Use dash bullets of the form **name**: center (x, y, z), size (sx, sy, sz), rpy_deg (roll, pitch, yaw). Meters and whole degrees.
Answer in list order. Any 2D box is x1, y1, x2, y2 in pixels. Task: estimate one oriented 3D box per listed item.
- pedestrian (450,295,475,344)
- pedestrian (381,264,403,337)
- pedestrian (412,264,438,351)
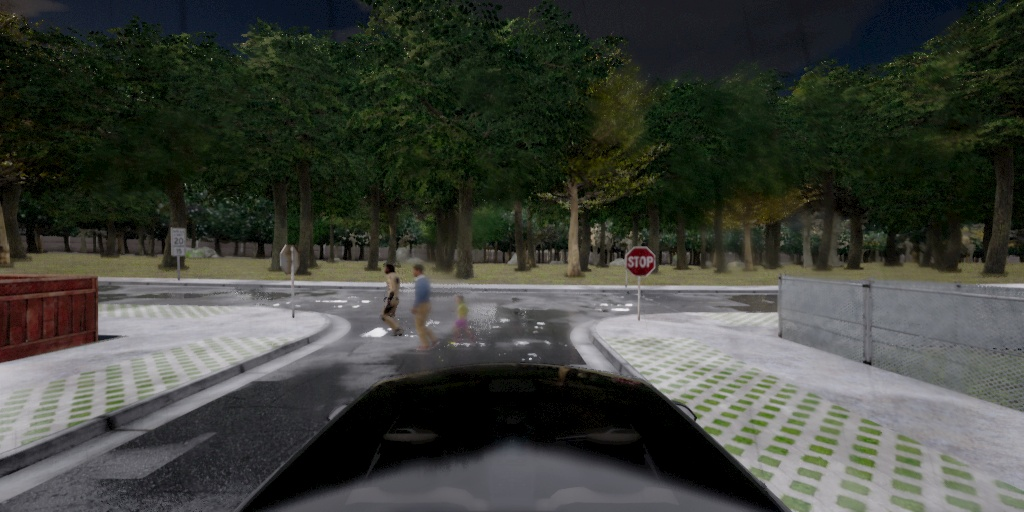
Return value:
- **pedestrian**: center (-1.095, 1.420, 8.099), size (0.500, 1.100, 0.500), rpy_deg (-1, 1, 0)
- **pedestrian**: center (-2.890, 1.040, 8.690), size (0.375, 1.860, 0.375), rpy_deg (-1, 1, 0)
- **pedestrian**: center (-1.858, 1.041, 7.491), size (0.375, 1.860, 0.375), rpy_deg (-1, 1, 0)
